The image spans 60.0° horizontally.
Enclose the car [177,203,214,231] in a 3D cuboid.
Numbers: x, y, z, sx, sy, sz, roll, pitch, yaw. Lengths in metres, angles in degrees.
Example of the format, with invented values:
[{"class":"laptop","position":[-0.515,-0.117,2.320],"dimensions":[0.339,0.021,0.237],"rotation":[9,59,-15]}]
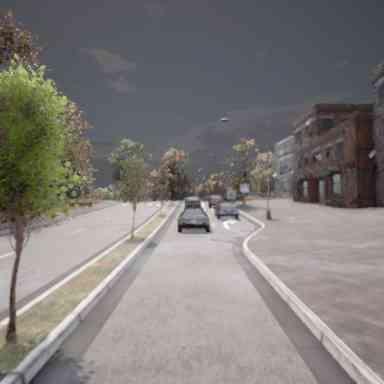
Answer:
[{"class":"car","position":[0.103,1.651,21.273],"dimensions":[1.994,1.385,4.181],"rotation":[0,0,0]}]

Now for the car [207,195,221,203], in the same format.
[{"class":"car","position":[2.996,1.139,42.713],"dimensions":[2.128,1.511,4.902],"rotation":[0,1,1]}]

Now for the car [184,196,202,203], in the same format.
[{"class":"car","position":[0.106,1.253,38.109],"dimensions":[1.837,1.490,4.892],"rotation":[0,1,0]}]

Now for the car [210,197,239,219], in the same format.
[{"class":"car","position":[2.930,1.504,28.826],"dimensions":[2.033,1.411,5.357],"rotation":[0,1,0]}]
